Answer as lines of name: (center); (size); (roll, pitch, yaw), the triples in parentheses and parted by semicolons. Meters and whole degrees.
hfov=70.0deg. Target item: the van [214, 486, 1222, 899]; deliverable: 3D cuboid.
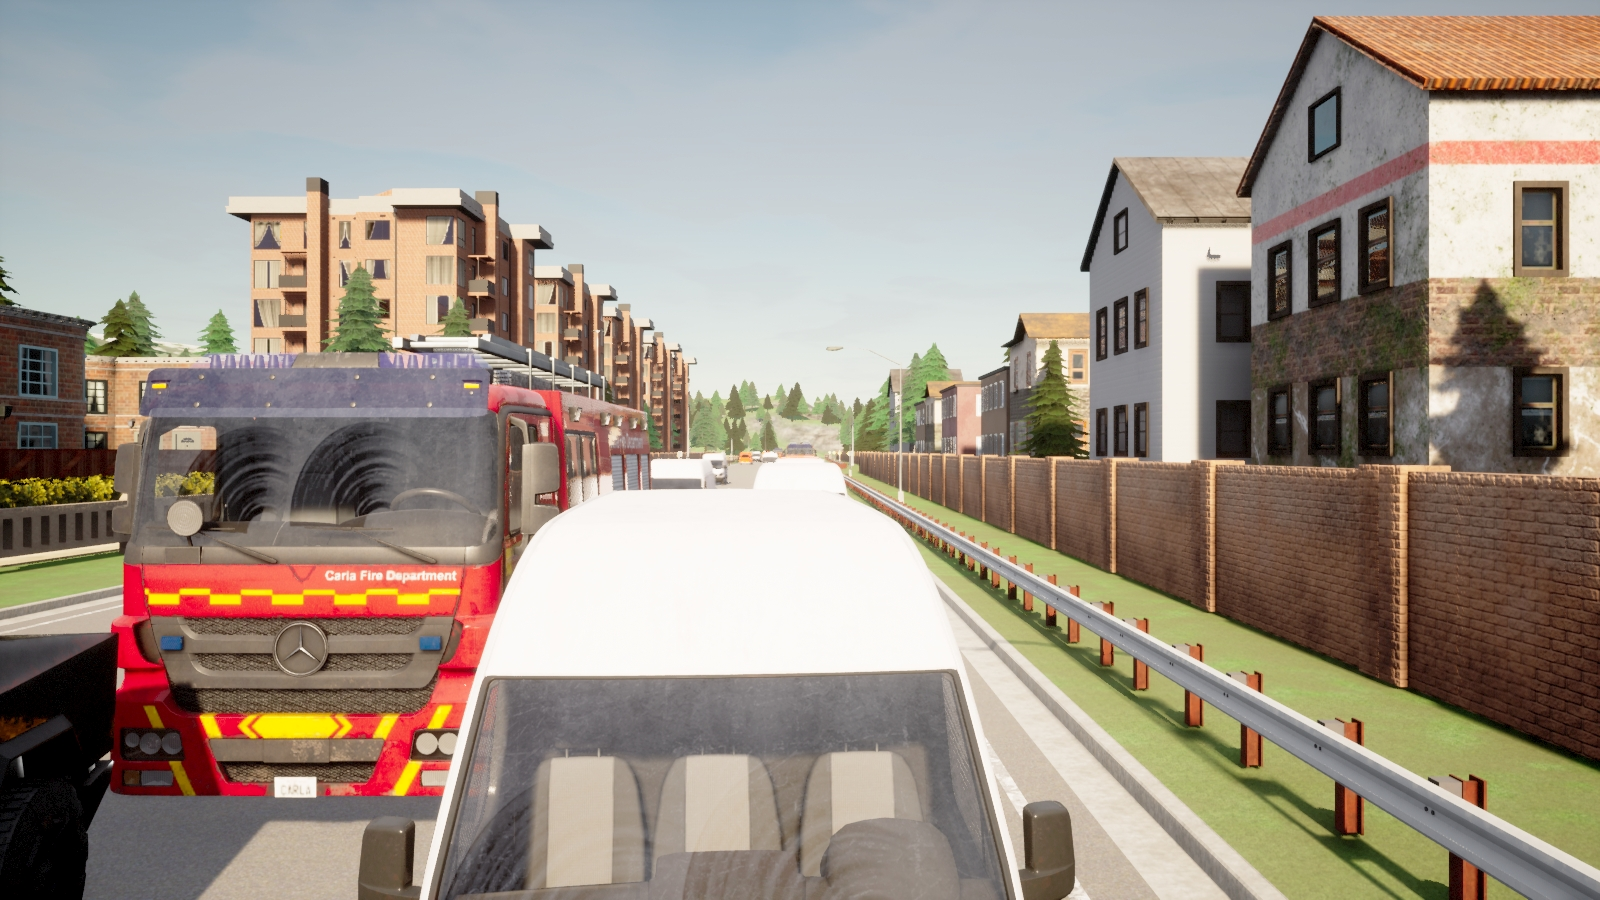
van: (-0.349, 1.538, 5.208); (1.988, 2.561, 5.915); (0, 0, -4)

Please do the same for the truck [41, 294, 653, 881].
truck: (-3.497, 0.897, 11.682); (2.891, 3.827, 8.468); (0, 0, 0)

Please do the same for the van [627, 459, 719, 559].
van: (-3.497, 1.550, 32.525); (1.988, 2.561, 5.915); (0, 0, 0)

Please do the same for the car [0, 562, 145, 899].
car: (-4.725, 1.756, 3.923); (2.390, 2.098, 6.274); (0, 0, -11)
